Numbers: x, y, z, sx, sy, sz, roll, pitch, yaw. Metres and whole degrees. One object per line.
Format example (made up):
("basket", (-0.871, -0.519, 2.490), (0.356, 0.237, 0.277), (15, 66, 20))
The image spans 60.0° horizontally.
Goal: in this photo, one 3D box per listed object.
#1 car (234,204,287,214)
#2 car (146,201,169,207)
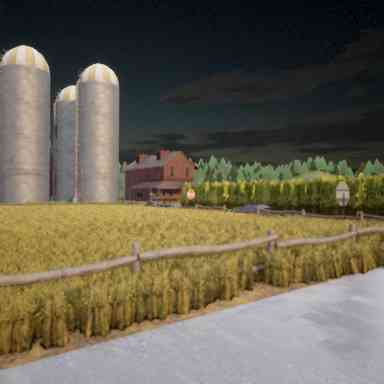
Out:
("car", (6.050, 1.782, 30.309), (2.033, 1.411, 5.357), (1, -1, -36))
("car", (-4.988, 1.872, 45.825), (1.895, 1.301, 4.718), (1, 0, -36))
